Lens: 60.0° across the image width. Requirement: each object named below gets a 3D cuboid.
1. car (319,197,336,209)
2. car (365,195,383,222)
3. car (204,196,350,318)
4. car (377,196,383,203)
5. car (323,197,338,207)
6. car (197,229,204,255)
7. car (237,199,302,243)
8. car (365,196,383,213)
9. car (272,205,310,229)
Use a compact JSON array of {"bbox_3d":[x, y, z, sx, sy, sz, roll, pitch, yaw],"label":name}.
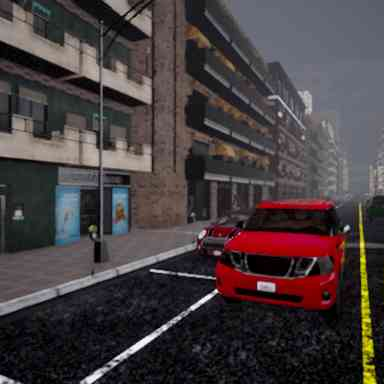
[{"bbox_3d":[19.469,1.489,47.759,1.967,1.590,4.097,0,0,27],"label":"car"},{"bbox_3d":[15.072,1.248,26.163,2.150,2.045,5.566,0,0,27],"label":"car"},{"bbox_3d":[2.483,1.231,8.025,2.150,2.045,5.566,0,0,27],"label":"car"},{"bbox_3d":[39.622,1.610,69.161,2.008,1.369,4.403,0,0,27],"label":"car"},{"bbox_3d":[22.003,1.598,52.795,1.887,1.381,4.507,0,0,27],"label":"car"},{"bbox_3d":[1.733,1.456,12.517,1.967,1.590,4.097,0,0,27],"label":"car"},{"bbox_3d":[4.267,1.336,17.552,2.192,1.841,5.009,0,0,27],"label":"car"},{"bbox_3d":[21.099,1.390,38.159,2.097,1.767,4.553,0,0,27],"label":"car"},{"bbox_3d":[6.800,1.608,22.587,1.802,1.307,4.206,0,0,27],"label":"car"}]
